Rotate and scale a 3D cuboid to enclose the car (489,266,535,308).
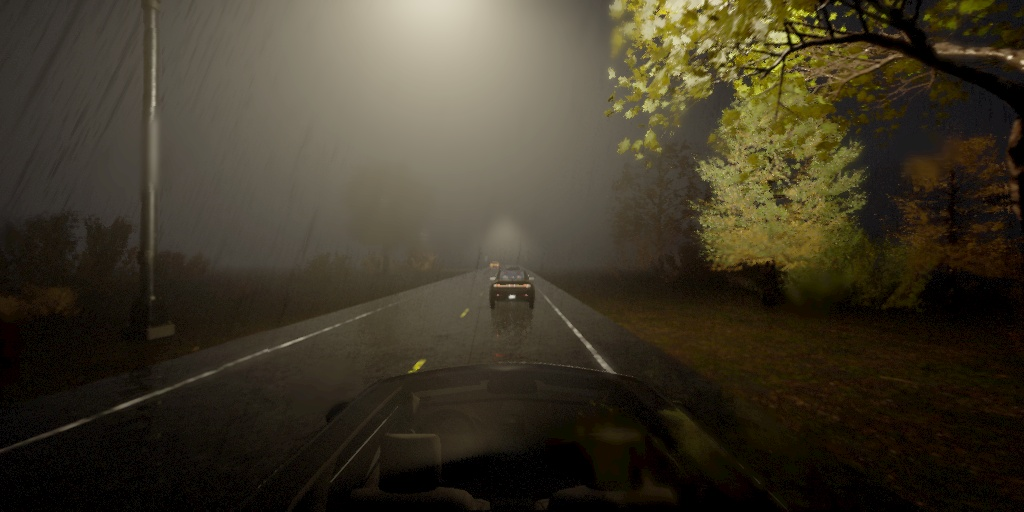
[{"bbox_3d":[0.010,1.378,16.148,2.128,1.511,4.902,0,0,0],"label":"car"}]
